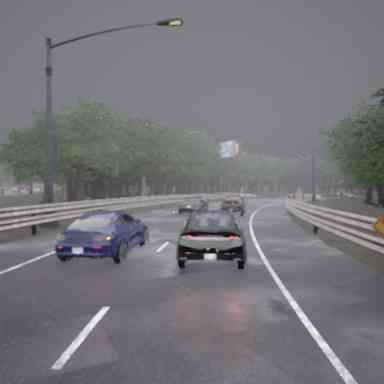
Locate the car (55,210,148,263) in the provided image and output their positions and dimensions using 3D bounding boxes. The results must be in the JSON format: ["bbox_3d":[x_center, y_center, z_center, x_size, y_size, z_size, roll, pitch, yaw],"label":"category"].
[{"bbox_3d":[-2.785,1.331,11.054,1.812,1.442,4.674,0,1,6],"label":"car"}]

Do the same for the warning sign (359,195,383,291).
[{"bbox_3d":[4.410,0.991,6.981,1.300,1.860,1.060,0,0,4],"label":"warning sign"}]

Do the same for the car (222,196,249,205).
[{"bbox_3d":[3.586,1.087,27.973,1.837,1.490,4.892,0,1,14],"label":"car"}]

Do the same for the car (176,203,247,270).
[{"bbox_3d":[0.662,1.309,10.417,2.128,1.511,4.902,0,1,5],"label":"car"}]

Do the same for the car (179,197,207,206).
[{"bbox_3d":[0.222,1.134,28.880,1.994,1.385,4.181,0,1,14],"label":"car"}]
